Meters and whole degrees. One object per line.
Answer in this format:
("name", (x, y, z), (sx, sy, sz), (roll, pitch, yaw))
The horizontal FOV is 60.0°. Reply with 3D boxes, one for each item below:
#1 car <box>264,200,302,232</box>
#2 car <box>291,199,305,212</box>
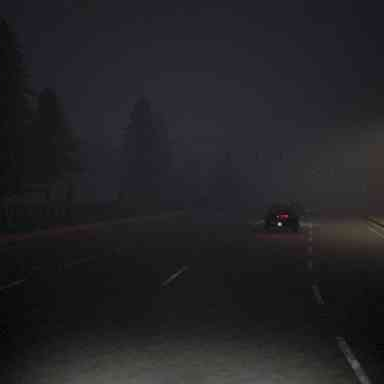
("car", (5.595, 1.509, 20.461), (1.837, 1.490, 4.892), (0, 0, 19))
("car", (12.266, 1.550, 39.137), (1.812, 1.442, 4.674), (1, 0, 20))
